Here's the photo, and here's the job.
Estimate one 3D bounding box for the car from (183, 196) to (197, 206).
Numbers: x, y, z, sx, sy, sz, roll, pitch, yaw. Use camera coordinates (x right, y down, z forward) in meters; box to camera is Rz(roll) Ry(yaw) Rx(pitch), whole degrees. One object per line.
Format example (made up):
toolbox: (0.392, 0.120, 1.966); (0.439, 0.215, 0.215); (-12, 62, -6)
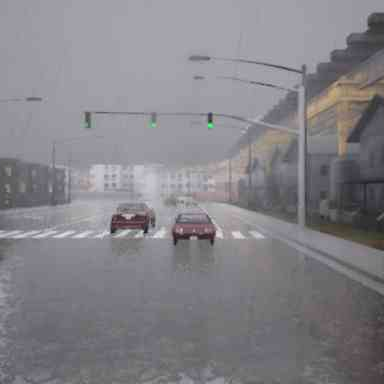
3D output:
car: (-0.140, 1.770, 58.398); (1.895, 1.301, 4.718); (0, 0, -3)

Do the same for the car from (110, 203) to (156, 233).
car: (-3.437, 1.410, 20.083); (2.097, 1.767, 4.553); (0, 0, 0)

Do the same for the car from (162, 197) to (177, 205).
car: (-4.550, 1.696, 66.434); (1.837, 1.490, 4.892); (0, 0, -17)

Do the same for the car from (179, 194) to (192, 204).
car: (-1.419, 1.339, 68.321); (2.150, 2.045, 5.566); (0, 0, -17)

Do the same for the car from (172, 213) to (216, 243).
car: (0.070, 1.648, 16.184); (1.895, 1.301, 4.718); (0, 0, 0)

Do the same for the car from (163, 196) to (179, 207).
car: (-3.613, 1.640, 56.169); (1.882, 1.535, 5.008); (0, 0, -3)
